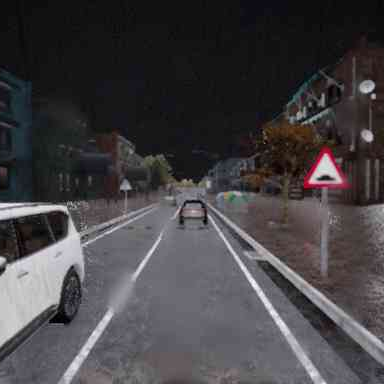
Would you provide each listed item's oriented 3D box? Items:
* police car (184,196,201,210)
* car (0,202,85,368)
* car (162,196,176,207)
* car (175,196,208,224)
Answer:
[{"bbox_3d":[0.089,1.296,42.019,2.038,1.542,4.974,0,0,0],"label":"police car"},{"bbox_3d":[-3.099,1.208,4.160,2.150,2.045,5.566,0,0,0],"label":"car"},{"bbox_3d":[-3.094,1.300,45.839,1.812,1.442,4.674,0,0,0],"label":"car"},{"bbox_3d":[0.094,1.325,23.976,2.033,1.649,4.856,0,1,0],"label":"car"}]
